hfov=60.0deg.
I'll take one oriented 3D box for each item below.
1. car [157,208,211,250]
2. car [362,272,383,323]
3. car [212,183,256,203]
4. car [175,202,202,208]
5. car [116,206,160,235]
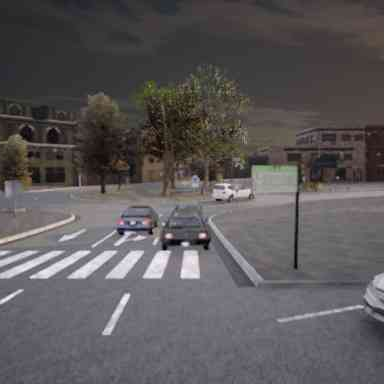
[{"bbox_3d":[-0.286,1.589,14.234,1.895,1.301,4.718,0,0,-2],"label":"car"},{"bbox_3d":[5.060,1.498,5.482,4.674,1.452,2.002,1,0,-22],"label":"car"},{"bbox_3d":[4.782,0.046,37.458,5.566,2.045,2.150,-4,6,-39],"label":"car"},{"bbox_3d":[-0.241,1.372,23.375,1.895,1.301,4.718,0,2,4],"label":"car"},{"bbox_3d":[-2.904,1.475,18.615,2.033,1.411,5.357,0,1,-1],"label":"car"}]
